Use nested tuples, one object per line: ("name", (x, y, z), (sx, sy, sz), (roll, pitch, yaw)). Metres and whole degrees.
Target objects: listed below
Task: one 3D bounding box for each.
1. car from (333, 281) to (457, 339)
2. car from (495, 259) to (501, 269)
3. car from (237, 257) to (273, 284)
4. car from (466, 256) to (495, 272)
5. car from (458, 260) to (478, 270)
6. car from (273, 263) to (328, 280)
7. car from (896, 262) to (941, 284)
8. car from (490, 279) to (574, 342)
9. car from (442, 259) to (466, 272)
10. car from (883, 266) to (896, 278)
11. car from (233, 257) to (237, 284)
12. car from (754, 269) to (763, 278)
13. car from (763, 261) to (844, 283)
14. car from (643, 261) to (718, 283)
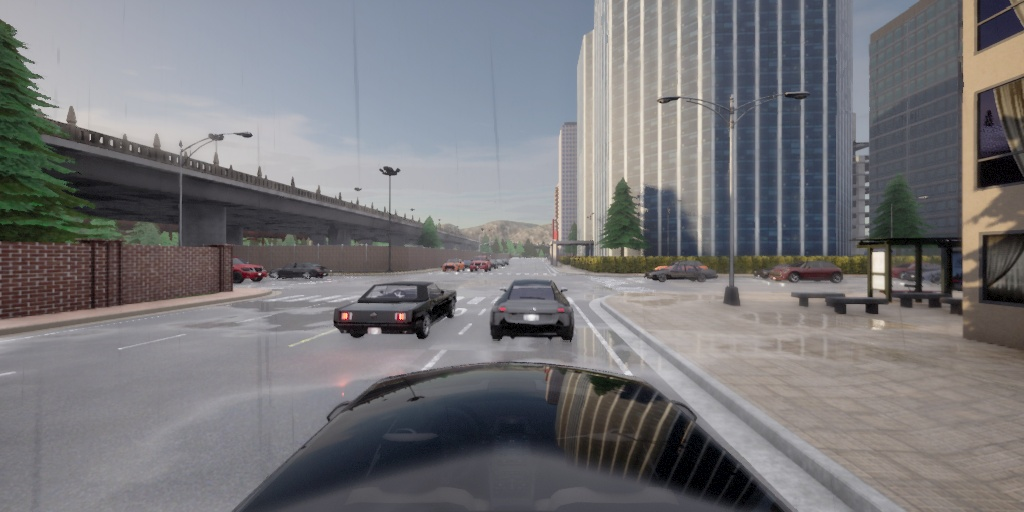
("car", (-2.876, 1.356, 10.079), (1.895, 1.301, 4.718), (0, 0, 3))
("car", (-3.280, 1.263, 56.517), (1.882, 1.535, 5.008), (0, 0, 4))
("car", (-22.132, 1.042, 27.739), (5.566, 2.045, 2.150), (0, 0, 4))
("car", (-3.999, 1.000, 46.542), (2.150, 2.045, 5.566), (0, 0, 4))
("car", (-6.813, 1.332, 56.024), (2.033, 1.411, 5.357), (0, 0, 5))
("car", (-18.549, 1.329, 31.135), (4.892, 1.490, 1.837), (0, -1, 6))
("car", (32.803, 1.389, 27.408), (4.181, 1.385, 1.994), (0, 0, 4))
("car", (0.582, 1.319, 9.874), (1.994, 1.385, 4.181), (0, 0, 4))
("car", (-7.532, 1.130, 46.584), (2.097, 1.767, 4.553), (0, 0, 5))
("car", (34.491, 1.305, 30.787), (5.008, 1.535, 1.882), (0, 0, 5))
("car", (-22.268, 1.040, 24.233), (5.566, 2.045, 2.150), (0, 0, 4))
("car", (24.492, 1.374, 31.542), (5.357, 1.411, 2.033), (0, 0, 4))
("car", (22.962, 1.176, 28.145), (4.553, 1.767, 2.097), (0, 0, 4))
("car", (13.507, 1.371, 28.841), (5.357, 1.411, 2.033), (0, 0, 4))
